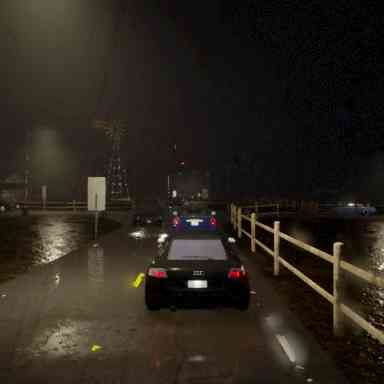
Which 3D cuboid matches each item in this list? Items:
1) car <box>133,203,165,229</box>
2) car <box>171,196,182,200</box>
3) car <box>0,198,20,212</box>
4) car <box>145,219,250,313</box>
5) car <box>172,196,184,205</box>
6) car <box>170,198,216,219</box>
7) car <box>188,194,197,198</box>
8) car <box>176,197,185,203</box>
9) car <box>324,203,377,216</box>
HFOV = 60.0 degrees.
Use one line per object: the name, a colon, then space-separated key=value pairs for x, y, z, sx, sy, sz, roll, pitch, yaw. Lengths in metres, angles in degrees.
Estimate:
car: x=-2.915 y=1.518 z=22.516 sx=1.882 sy=1.535 sz=5.008 roll=1 pitch=0 yaw=-8
car: x=-2.747 y=1.673 z=57.149 sx=1.882 sy=1.535 sz=5.008 roll=0 pitch=0 yaw=0
car: x=-20.260 y=1.288 z=34.124 sx=4.892 sy=1.490 sz=1.837 roll=1 pitch=-2 yaw=0
car: x=0.108 y=1.573 z=7.785 sx=1.994 sy=1.385 sz=4.181 roll=0 pitch=0 yaw=0
car: x=-2.690 y=1.609 z=66.398 sx=2.097 sy=1.767 sz=4.553 roll=0 pitch=0 yaw=1
car: x=0.118 y=1.379 z=16.428 sx=2.097 sy=1.767 sz=4.553 roll=0 pitch=0 yaw=0
car: x=0.127 y=1.665 z=89.494 sx=2.150 sy=2.045 sz=5.566 roll=0 pitch=-1 yaw=0
car: x=-2.644 y=1.927 z=76.617 sx=1.895 sy=1.301 sz=4.718 roll=0 pitch=0 yaw=0
car: x=17.898 y=1.948 z=37.702 sx=5.357 sy=1.411 sz=2.033 roll=1 pitch=-2 yaw=0
